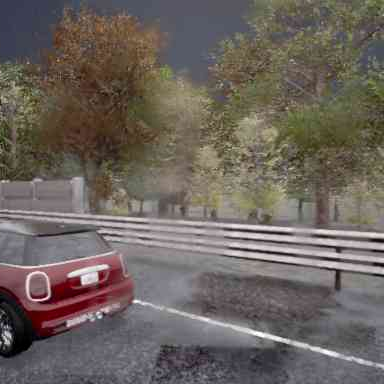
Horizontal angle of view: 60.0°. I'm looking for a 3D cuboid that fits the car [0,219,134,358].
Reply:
[{"bbox_3d":[-3.289,1.332,6.263,4.553,1.767,2.097,0,0,35],"label":"car"}]
